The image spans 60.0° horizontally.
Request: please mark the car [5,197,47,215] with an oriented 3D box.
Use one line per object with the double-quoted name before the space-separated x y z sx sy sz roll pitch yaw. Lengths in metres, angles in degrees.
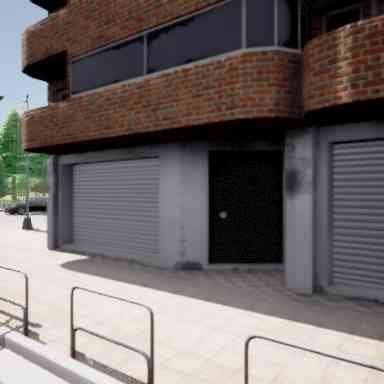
"car" -15.752 1.269 32.662 2.097 1.767 4.553 0 0 41
